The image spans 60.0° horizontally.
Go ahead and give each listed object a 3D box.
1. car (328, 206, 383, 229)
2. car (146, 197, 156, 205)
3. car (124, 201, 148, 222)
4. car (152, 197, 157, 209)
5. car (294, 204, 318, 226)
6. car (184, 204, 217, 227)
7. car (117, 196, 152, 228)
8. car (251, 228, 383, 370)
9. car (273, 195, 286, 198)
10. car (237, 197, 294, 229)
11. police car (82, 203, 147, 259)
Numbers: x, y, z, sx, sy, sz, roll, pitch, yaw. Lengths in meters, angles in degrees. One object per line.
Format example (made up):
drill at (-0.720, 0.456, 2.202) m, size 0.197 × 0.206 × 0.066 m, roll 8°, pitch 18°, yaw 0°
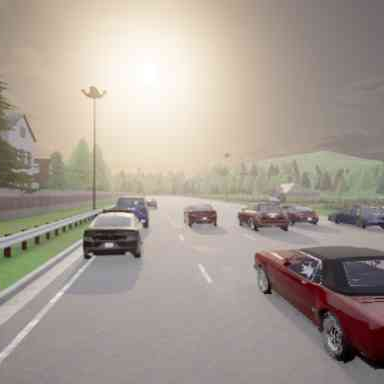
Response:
car at (11.262, 1.640, 22.303) m, size 2.033 × 1.411 × 5.357 m, roll 0°, pitch 0°, yaw -7°
car at (-7.778, 1.705, 63.224) m, size 1.837 × 1.490 × 4.892 m, roll 0°, pitch 0°, yaw -7°
car at (-4.754, 1.595, 28.719) m, size 1.837 × 1.490 × 4.892 m, roll 0°, pitch 0°, yaw -7°
car at (-6.014, 1.645, 48.319) m, size 2.128 × 1.511 × 4.902 m, roll 0°, pitch 0°, yaw -7°
car at (7.503, 1.619, 24.281) m, size 1.812 × 1.442 × 4.674 m, roll 0°, pitch 0°, yaw -7°
car at (0.516, 1.559, 23.761) m, size 1.882 × 1.535 × 5.008 m, roll 0°, pitch 0°, yaw -7°
car at (-4.051, 1.294, 22.792) m, size 2.150 × 2.045 × 5.566 m, roll 0°, pitch 0°, yaw -7°
car at (2.625, 1.625, 5.936) m, size 1.895 × 1.301 × 4.718 m, roll 0°, pitch 0°, yaw -7°
car at (15.513, 1.444, 61.438) m, size 3.866 × 1.878 × 1.905 m, roll 0°, pitch 0°, yaw -7°
car at (4.356, 1.430, 21.111) m, size 2.097 × 1.767 × 4.553 m, roll 0°, pitch 0°, yaw -7°
police car at (-2.886, 1.465, 12.940) m, size 1.930 × 1.638 × 5.238 m, roll 0°, pitch 0°, yaw -7°
